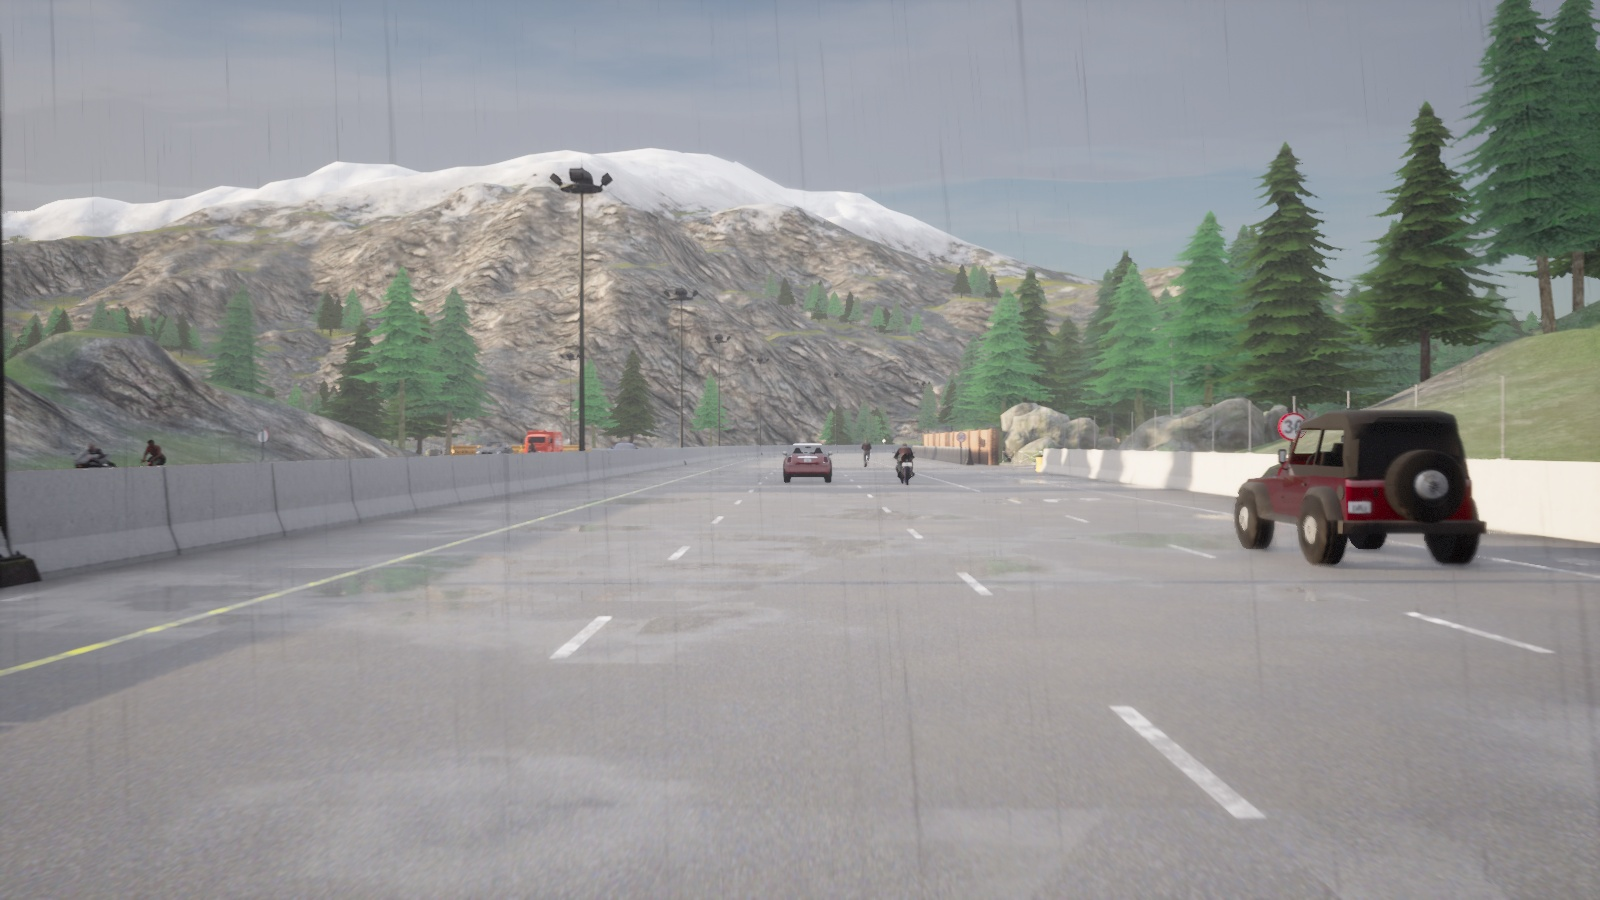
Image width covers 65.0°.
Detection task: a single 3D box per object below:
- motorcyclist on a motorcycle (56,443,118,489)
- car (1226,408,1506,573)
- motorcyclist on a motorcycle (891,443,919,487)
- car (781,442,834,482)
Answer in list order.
[{"bbox_3d":[-24.241,0.521,42.736,0.866,1.530,2.191,0,0,0],"label":"motorcyclist on a motorcycle"},{"bbox_3d":[7.108,0.456,16.252,1.905,1.878,3.866,0,0,0],"label":"car"},{"bbox_3d":[3.773,0.530,45.265,0.866,1.530,2.191,0,0,0],"label":"motorcyclist on a motorcycle"},{"bbox_3d":[0.294,0.437,48.948,1.970,1.475,3.806,0,0,0],"label":"car"}]
